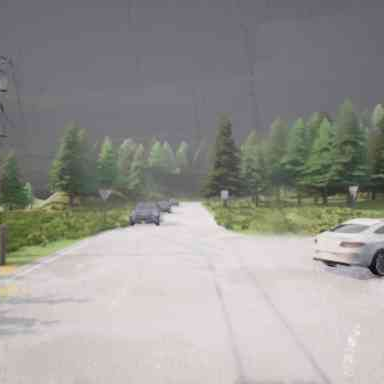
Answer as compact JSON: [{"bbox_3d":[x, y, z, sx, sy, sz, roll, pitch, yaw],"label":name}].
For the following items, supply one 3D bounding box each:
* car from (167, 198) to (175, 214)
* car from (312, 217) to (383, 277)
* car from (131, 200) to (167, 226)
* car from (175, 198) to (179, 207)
[{"bbox_3d":[-3.289,1.739,38.407,1.837,1.490,4.892,0,0,0],"label":"car"},{"bbox_3d":[5.719,1.474,9.886,4.674,1.442,1.812,-1,-2,-24],"label":"car"},{"bbox_3d":[-3.295,1.505,24.883,2.097,1.767,4.553,0,0,0],"label":"car"},{"bbox_3d":[-3.220,1.864,58.455,1.837,1.490,4.892,0,-1,0],"label":"car"}]
